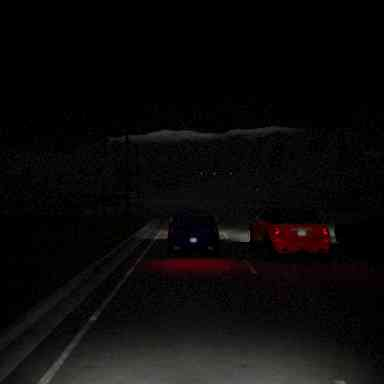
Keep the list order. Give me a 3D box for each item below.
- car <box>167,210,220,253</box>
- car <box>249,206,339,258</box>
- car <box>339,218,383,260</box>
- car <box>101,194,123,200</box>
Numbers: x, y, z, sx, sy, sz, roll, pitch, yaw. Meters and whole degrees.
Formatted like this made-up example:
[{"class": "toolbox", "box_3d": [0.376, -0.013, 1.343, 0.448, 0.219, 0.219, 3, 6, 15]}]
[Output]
[{"class": "car", "box_3d": [0.063, 1.475, 13.712, 1.882, 1.535, 5.008, 0, 0, 0]}, {"class": "car", "box_3d": [3.560, 1.350, 12.858, 2.097, 1.767, 4.553, 0, 0, 0]}, {"class": "car", "box_3d": [7.059, 1.598, 12.337, 1.895, 1.301, 4.718, 0, 0, 0]}, {"class": "car", "box_3d": [-22.014, 1.574, 90.999, 4.718, 1.301, 1.895, 0, 0, 35]}]
